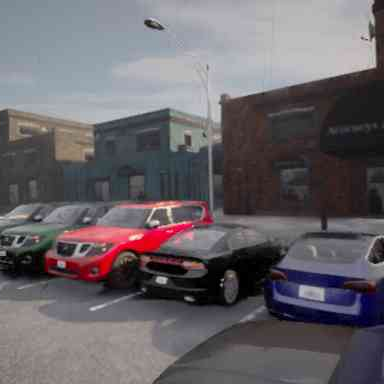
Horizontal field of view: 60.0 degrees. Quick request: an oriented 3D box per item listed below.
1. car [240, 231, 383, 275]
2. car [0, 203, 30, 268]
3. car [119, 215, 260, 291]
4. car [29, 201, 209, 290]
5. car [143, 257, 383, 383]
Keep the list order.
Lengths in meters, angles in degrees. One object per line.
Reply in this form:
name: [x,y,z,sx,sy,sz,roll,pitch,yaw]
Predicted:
car: [3.108,1.524,6.775,2.163,1.488,4.792,-1,0,36]
car: [-3.654,1.366,11.530,2.435,2.045,5.566,-1,-1,36]
car: [0.847,1.527,8.346,2.097,1.535,5.008,-1,-1,36]
car: [-1.413,1.320,9.931,2.435,2.045,5.566,-1,-1,36]
car: [2.166,1.539,1.834,5.357,1.411,2.033,-1,0,36]
